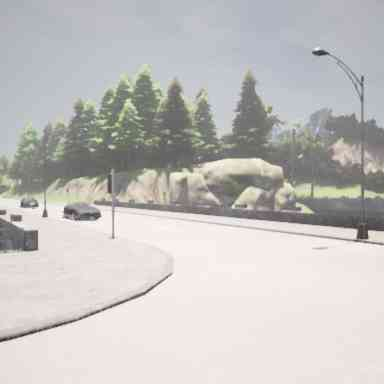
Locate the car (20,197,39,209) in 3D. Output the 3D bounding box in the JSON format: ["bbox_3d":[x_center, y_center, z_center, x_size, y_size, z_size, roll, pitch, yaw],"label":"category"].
[{"bbox_3d":[-22.662,1.482,46.362,2.128,1.511,4.902,0,0,-35],"label":"car"}]

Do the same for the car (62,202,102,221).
[{"bbox_3d":[-9.073,1.537,27.116,2.033,1.411,5.357,0,0,-35],"label":"car"}]
